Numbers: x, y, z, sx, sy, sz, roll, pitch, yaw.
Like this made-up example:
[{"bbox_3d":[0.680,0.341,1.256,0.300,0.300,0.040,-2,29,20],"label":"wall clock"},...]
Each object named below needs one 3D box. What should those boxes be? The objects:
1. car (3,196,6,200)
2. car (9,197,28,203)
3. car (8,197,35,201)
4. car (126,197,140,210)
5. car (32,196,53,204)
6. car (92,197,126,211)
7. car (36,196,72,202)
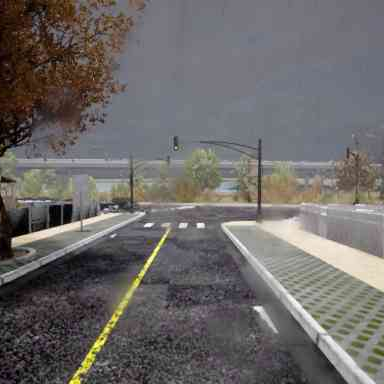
[{"bbox_3d":[-40.865,1.726,72.020,4.892,1.490,1.837,-1,2,36],"label":"car"},{"bbox_3d":[-38.977,1.713,74.667,4.718,1.301,1.895,-1,2,36],"label":"car"},{"bbox_3d":[-31.578,1.855,61.251,4.674,1.442,1.812,-1,1,36],"label":"car"},{"bbox_3d":[-9.151,1.477,44.832,4.553,1.767,2.097,-1,2,36],"label":"car"},{"bbox_3d":[-30.852,1.660,68.763,4.674,1.442,1.812,-1,2,36],"label":"car"},{"bbox_3d":[-11.291,1.727,42.375,4.902,1.511,2.128,0,2,36],"label":"car"},{"bbox_3d":[-20.310,1.668,48.932,4.553,1.767,2.097,0,2,36],"label":"car"}]
